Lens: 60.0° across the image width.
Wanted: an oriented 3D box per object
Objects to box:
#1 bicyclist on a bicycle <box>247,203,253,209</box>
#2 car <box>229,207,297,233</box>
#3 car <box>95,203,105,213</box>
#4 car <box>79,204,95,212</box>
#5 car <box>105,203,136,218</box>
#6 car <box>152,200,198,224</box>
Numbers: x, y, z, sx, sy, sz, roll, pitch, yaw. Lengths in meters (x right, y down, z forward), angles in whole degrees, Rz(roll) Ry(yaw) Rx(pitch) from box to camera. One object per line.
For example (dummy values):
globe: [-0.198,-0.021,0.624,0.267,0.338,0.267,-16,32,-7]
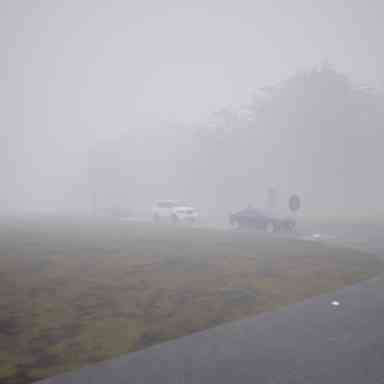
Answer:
bicyclist on a bicycle: [5.508,1.865,31.281,1.656,1.620,0.582,0,-1,-35]
car: [4.608,1.792,22.199,1.882,1.535,5.008,-1,-1,-35]
car: [-13.077,2.468,52.229,2.097,1.767,4.553,-1,-1,-35]
car: [-18.972,2.860,60.520,1.882,1.535,5.008,-1,-1,-35]
car: [-8.671,2.360,40.959,1.837,1.490,4.892,-1,0,-35]
car: [-1.709,1.787,31.126,2.150,2.045,5.566,-1,-1,-35]
